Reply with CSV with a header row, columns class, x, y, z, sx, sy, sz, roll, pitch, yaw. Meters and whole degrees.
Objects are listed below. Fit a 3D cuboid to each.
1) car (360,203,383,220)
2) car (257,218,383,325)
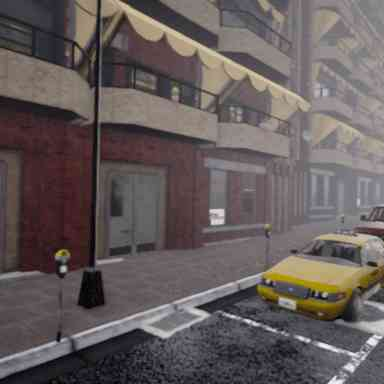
class,x,y,z,sx,sy,sz,roll,pitch,yaw
car,7.155,1.325,11.397,2.192,1.841,5.009,2,1,43
car,3.239,1.528,7.252,1.752,1.417,4.829,2,1,43
